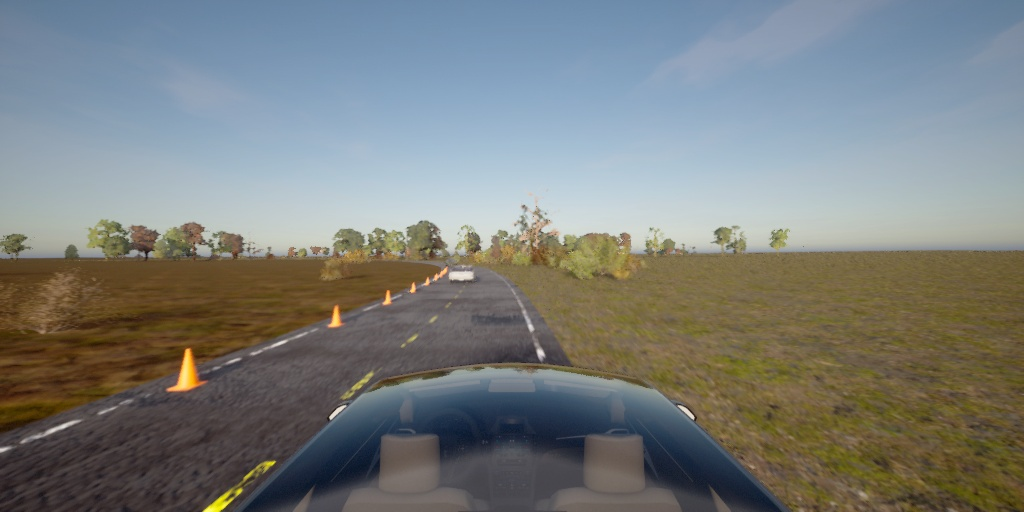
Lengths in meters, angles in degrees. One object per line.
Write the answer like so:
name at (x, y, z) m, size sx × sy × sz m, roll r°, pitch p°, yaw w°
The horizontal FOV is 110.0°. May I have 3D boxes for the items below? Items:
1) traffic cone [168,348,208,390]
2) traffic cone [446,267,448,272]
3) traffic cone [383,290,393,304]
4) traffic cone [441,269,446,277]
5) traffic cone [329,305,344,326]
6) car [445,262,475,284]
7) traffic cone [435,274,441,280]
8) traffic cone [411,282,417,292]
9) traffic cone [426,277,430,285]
traffic cone at (-5.086, 1.751, 5.642) m, size 0.340 × 0.580 × 0.340 m, roll 0°, pitch 0°, yaw -1°
traffic cone at (-7.555, 1.773, 40.204) m, size 0.340 × 0.580 × 0.340 m, roll 0°, pitch 0°, yaw -8°
traffic cone at (-5.361, 1.756, 15.544) m, size 0.340 × 0.580 × 0.340 m, roll 0°, pitch 0°, yaw -3°
traffic cone at (-6.944, 1.769, 35.289) m, size 0.340 × 0.580 × 0.340 m, roll 0°, pitch 0°, yaw -7°
traffic cone at (-5.181, 1.754, 10.594) m, size 0.340 × 0.580 × 0.340 m, roll 0°, pitch 0°, yaw -2°
car at (-3.790, 1.388, 27.599) m, size 1.895 × 1.301 × 4.718 m, roll -1°, pitch 0°, yaw -5°
traffic cone at (-6.419, 1.766, 30.363) m, size 0.340 × 0.580 × 0.340 m, roll 0°, pitch 0°, yaw -6°
traffic cone at (-5.628, 1.759, 20.490) m, size 0.340 × 0.580 × 0.340 m, roll 0°, pitch 0°, yaw -4°
traffic cone at (-5.981, 1.763, 25.430) m, size 0.340 × 0.580 × 0.340 m, roll 0°, pitch 0°, yaw -5°
